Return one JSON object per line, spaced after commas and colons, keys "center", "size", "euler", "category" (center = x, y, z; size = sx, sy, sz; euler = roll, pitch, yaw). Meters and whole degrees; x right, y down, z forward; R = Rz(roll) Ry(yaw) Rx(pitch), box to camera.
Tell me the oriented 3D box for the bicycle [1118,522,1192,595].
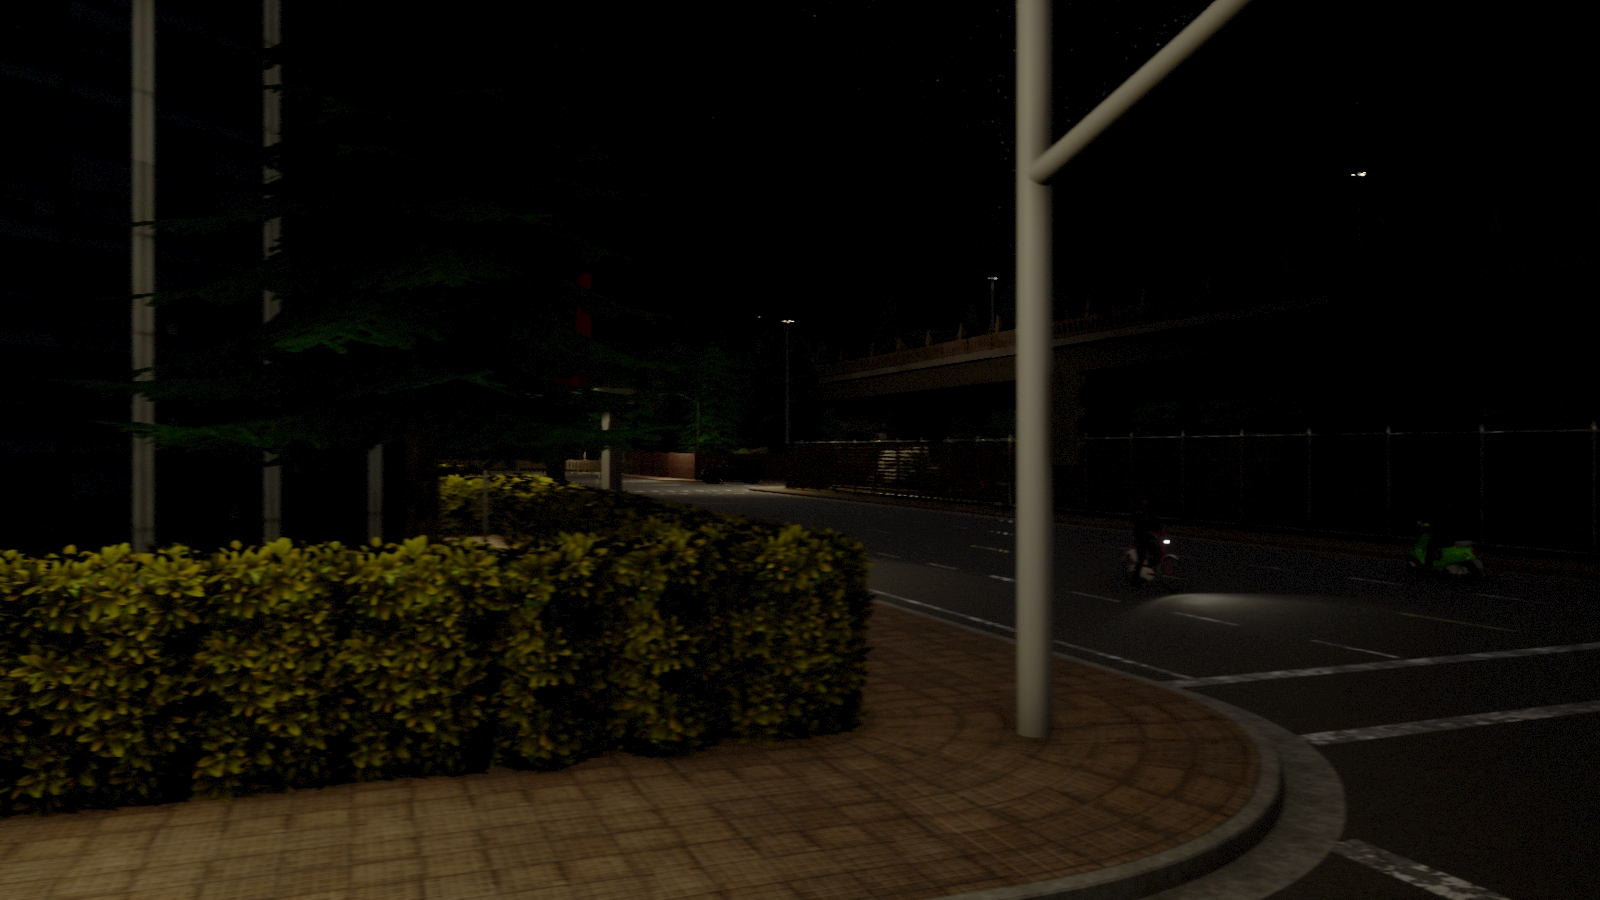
{"center": [6.964, 2.101, 22.504], "size": [0.329, 1.271, 1.835], "euler": [0, 0, -21], "category": "bicycle"}
